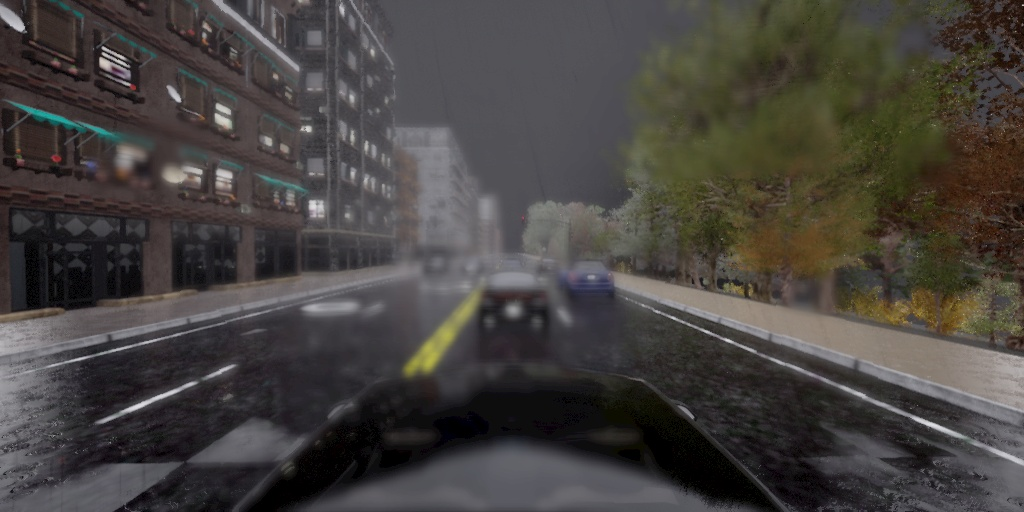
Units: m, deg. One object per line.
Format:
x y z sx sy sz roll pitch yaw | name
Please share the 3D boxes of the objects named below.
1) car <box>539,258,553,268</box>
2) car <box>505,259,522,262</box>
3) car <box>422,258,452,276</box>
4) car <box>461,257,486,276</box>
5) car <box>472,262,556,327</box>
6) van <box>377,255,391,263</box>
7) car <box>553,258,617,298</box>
3.401 0.900 32.278 1.812 1.442 4.674 0 1 0 | car
0.126 0.969 28.417 2.033 1.411 5.357 0 1 1 | car
-6.523 0.892 31.475 1.837 1.490 4.892 0 0 0 | car
-3.274 0.879 31.369 2.128 1.511 4.902 0 1 0 | car
0.067 1.111 11.053 1.882 1.535 5.008 0 1 1 | car
-22.586 0.644 60.723 3.998 1.789 1.690 0 0 -1 | van
3.367 0.914 16.974 2.097 1.767 4.553 0 1 0 | car
